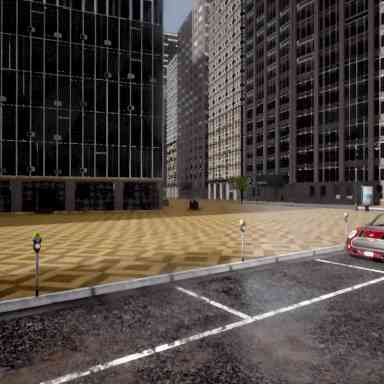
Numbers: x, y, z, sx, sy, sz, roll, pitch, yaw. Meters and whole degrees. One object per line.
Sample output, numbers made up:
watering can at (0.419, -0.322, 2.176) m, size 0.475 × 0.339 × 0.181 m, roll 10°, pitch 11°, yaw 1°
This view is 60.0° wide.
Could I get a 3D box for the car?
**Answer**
car at (7.229, 1.437, 11.701) m, size 4.097 × 1.590 × 1.967 m, roll 0°, pitch 0°, yaw -35°
